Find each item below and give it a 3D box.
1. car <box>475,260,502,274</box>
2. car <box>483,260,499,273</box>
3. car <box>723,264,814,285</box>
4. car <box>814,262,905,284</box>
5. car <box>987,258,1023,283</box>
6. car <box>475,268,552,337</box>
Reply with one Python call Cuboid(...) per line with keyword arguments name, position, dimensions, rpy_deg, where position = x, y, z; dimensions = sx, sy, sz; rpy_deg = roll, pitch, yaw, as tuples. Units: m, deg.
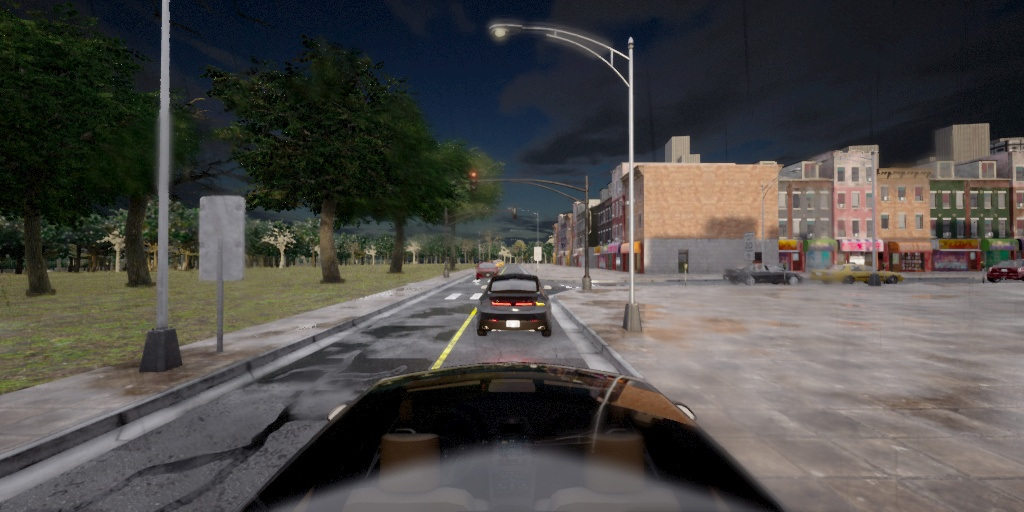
Cuboid(name="car", position=(-2.232, 1.269, 31.324), dimensions=(1.882, 1.535, 5.008), rpy_deg=(0, 0, -7))
Cuboid(name="car", position=(-2.738, 1.334, 47.314), dimensions=(1.882, 1.535, 5.008), rpy_deg=(0, 0, 0))
Cuboid(name="car", position=(15.530, 1.139, 22.215), dimensions=(4.403, 1.370, 2.007), rpy_deg=(0, 0, 0))
Cuboid(name="car", position=(21.375, 1.069, 22.240), dimensions=(4.829, 1.417, 1.751), rpy_deg=(0, 0, 0))
Cuboid(name="car", position=(32.553, 0.900, 22.286), dimensions=(4.097, 1.591, 1.967), rpy_deg=(0, 0, 0))
Cuboid(name="car", position=(0.104, 1.261, 10.382), dimensions=(1.837, 1.490, 4.892), rpy_deg=(0, 0, 2))
